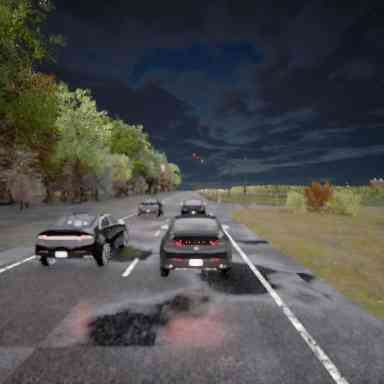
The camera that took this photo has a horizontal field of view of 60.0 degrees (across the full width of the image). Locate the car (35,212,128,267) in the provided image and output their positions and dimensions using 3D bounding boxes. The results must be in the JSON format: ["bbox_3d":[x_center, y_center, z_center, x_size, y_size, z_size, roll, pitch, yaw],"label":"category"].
[{"bbox_3d":[-3.406,1.400,11.097,2.128,1.511,4.902,0,0,0],"label":"car"}]

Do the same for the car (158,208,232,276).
[{"bbox_3d":[0.094,1.418,10.073,1.837,1.490,4.892,0,-1,0],"label":"car"}]

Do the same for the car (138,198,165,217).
[{"bbox_3d":[-3.407,1.260,28.225,2.128,1.511,4.902,0,0,0],"label":"car"}]

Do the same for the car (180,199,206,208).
[{"bbox_3d":[0.093,1.266,25.935,1.882,1.535,5.008,0,0,0],"label":"car"}]
